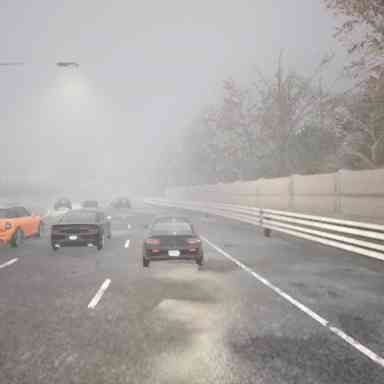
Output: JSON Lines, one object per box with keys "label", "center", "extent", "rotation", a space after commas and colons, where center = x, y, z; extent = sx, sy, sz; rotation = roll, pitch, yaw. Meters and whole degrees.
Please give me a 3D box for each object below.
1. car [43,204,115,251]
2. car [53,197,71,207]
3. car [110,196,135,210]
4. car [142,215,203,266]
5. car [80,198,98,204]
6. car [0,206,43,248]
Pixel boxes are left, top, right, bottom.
{"label": "car", "center": [-4.642, 1.496, 14.450], "extent": [1.882, 1.535, 5.008], "rotation": [0, 0, -8]}
{"label": "car", "center": [-17.845, 1.423, 45.704], "extent": [2.097, 1.767, 4.553], "rotation": [0, 0, -26]}
{"label": "car", "center": [-9.520, 1.392, 44.325], "extent": [2.097, 1.767, 4.553], "rotation": [0, 0, -23]}
{"label": "car", "center": [-0.732, 1.530, 11.498], "extent": [1.812, 1.442, 4.674], "rotation": [0, 0, -6]}
{"label": "car", "center": [-14.521, 1.537, 46.907], "extent": [1.882, 1.535, 5.008], "rotation": [0, 0, -26]}
{"label": "car", "center": [-8.306, 1.384, 15.003], "extent": [2.097, 1.767, 4.553], "rotation": [0, 0, -9]}
